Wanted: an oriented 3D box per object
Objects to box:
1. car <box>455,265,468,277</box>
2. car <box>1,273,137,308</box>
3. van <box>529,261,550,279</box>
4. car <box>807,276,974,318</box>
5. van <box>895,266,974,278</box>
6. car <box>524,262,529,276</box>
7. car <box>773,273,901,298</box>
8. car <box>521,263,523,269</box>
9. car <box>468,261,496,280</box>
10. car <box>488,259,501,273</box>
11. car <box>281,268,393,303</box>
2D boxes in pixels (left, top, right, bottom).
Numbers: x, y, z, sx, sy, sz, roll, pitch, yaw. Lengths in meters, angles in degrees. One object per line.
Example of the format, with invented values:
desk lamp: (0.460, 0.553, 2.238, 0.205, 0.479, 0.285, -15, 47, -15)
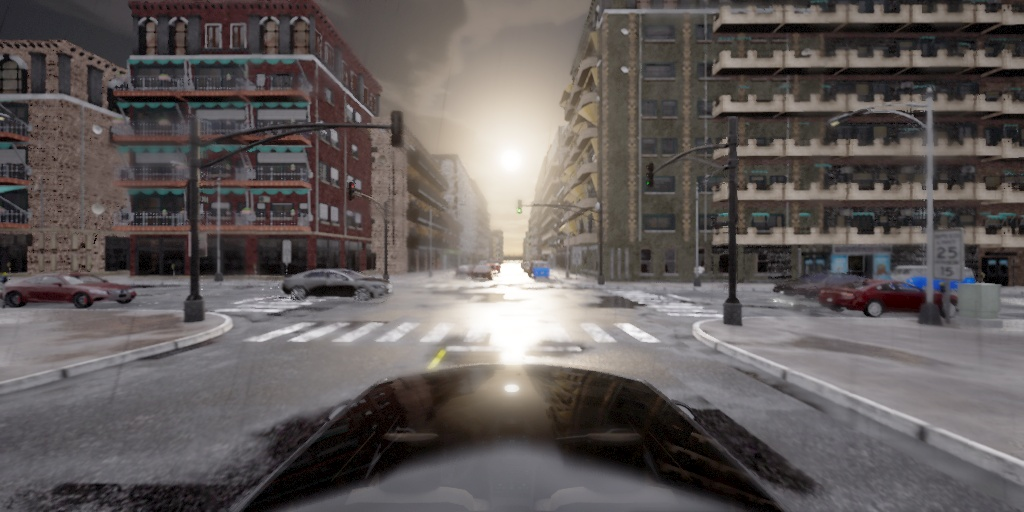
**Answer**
car: (-5.643, 1.751, 42.560, 1.802, 1.307, 4.207, 0, 0, 0)
car: (-17.684, 1.333, 14.358, 4.207, 1.307, 1.802, 0, 0, 0)
van: (2.985, 1.450, 36.972, 1.690, 1.789, 3.998, 0, 0, 0)
car: (14.768, 1.621, 14.138, 4.507, 1.381, 1.888, 0, 0, 0)
van: (26.193, 1.548, 22.431, 3.998, 1.789, 1.690, 0, 0, 0)
car: (2.923, 1.485, 42.468, 2.192, 1.841, 5.009, 0, 0, 0)
car: (17.699, 1.660, 19.918, 5.357, 1.411, 2.033, 1, 0, 0)
car: (2.961, 1.806, 59.029, 1.967, 1.591, 4.097, 0, 0, 0)
car: (-2.932, 1.576, 36.085, 1.882, 1.535, 5.008, 0, -1, 0)
car: (-2.827, 1.528, 54.083, 2.150, 2.045, 5.566, 0, -1, 1)
car: (-8.189, 1.344, 16.986, 4.902, 1.511, 2.128, 1, 0, 0)
